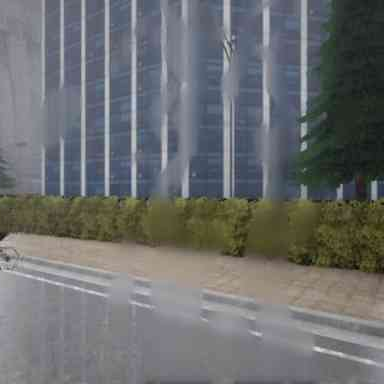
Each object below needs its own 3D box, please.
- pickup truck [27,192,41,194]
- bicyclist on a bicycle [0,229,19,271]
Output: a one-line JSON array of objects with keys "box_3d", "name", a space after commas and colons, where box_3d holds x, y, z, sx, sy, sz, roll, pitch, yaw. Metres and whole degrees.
[{"box_3d": [-33.617, 1.051, 72.137, 6.274, 2.098, 2.390, 0, 0, -26], "name": "pickup truck"}, {"box_3d": [-5.479, 1.428, 8.963, 0.582, 1.620, 1.656, 0, 1, 34], "name": "bicyclist on a bicycle"}]
